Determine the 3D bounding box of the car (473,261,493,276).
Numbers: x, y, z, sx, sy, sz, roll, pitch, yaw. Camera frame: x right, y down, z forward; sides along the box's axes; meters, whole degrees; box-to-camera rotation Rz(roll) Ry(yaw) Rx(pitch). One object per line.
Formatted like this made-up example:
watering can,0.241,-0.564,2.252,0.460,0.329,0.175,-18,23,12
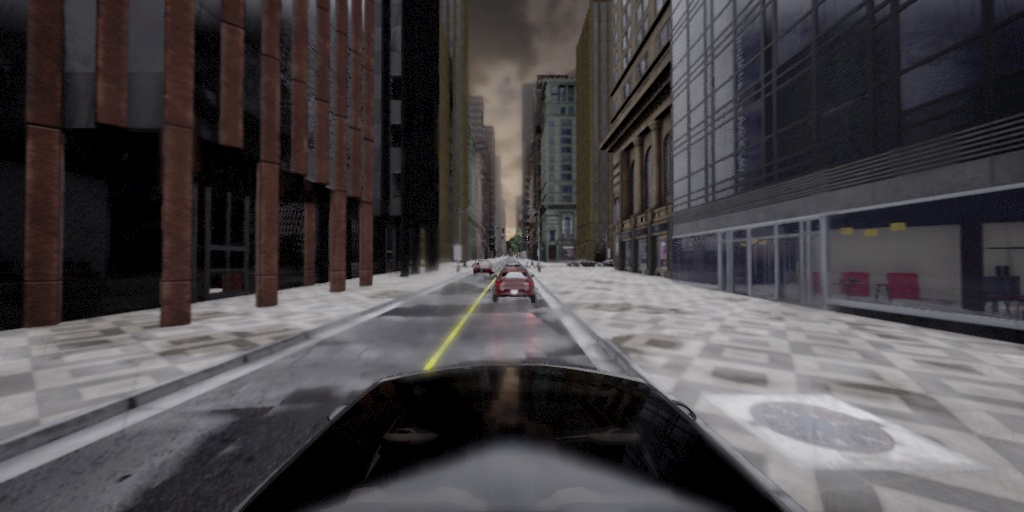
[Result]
car,-2.982,1.215,37.676,1.882,1.535,5.008,0,0,0

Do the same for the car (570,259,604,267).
car,12.358,1.254,59.028,4.403,1.370,2.007,0,0,0

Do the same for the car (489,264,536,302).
car,0.101,1.267,16.788,1.812,1.442,4.674,0,0,0

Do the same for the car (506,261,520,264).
car,0.109,1.227,35.041,2.128,1.511,4.902,0,0,0

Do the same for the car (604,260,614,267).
car,18.028,1.285,59.043,4.313,1.339,1.948,0,0,0

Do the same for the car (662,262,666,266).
car,23.865,1.264,59.059,4.829,1.417,1.751,0,0,0

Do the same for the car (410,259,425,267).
car,-14.561,1.170,58.954,4.829,1.417,1.751,0,0,0
